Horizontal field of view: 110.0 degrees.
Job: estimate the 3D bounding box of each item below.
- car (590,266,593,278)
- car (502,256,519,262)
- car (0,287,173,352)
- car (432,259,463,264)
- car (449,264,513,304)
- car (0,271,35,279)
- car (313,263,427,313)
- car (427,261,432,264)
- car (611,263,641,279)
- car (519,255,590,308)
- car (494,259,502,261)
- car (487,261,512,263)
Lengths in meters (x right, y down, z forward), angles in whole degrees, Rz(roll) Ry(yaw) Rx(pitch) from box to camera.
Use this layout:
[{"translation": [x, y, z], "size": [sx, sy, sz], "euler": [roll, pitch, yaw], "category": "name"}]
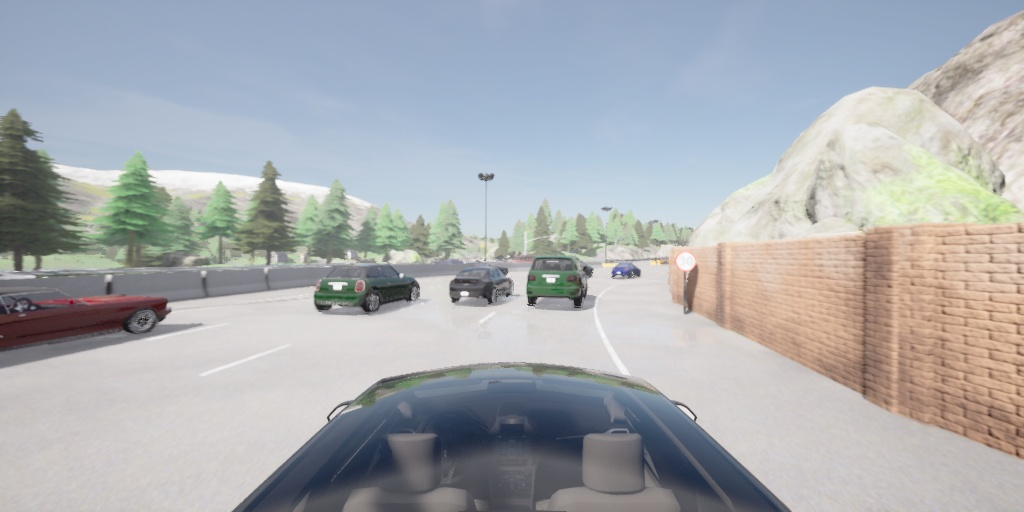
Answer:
[{"translation": [5.967, 1.169, 33.254], "size": [2.097, 1.767, 4.553], "euler": [0, 0, 31], "category": "car"}, {"translation": [1.393, 1.008, 56.786], "size": [2.150, 2.045, 5.566], "euler": [0, 0, 39], "category": "car"}, {"translation": [-10.009, 1.273, 7.298], "size": [1.895, 1.301, 4.718], "euler": [0, 0, 5], "category": "car"}, {"translation": [-9.311, 1.231, 54.519], "size": [1.812, 1.442, 4.674], "euler": [0, 0, 37], "category": "car"}, {"translation": [-1.272, 1.253, 16.487], "size": [1.837, 1.490, 4.892], "euler": [0, 0, 14], "category": "car"}, {"translation": [-20.066, 1.120, 12.463], "size": [1.812, 1.442, 4.674], "euler": [0, 0, 9], "category": "car"}, {"translation": [-5.392, 1.066, 13.999], "size": [2.097, 1.767, 4.553], "euler": [0, 0, 11], "category": "car"}, {"translation": [-11.519, 1.181, 57.387], "size": [2.128, 1.511, 4.902], "euler": [0, 0, 38], "category": "car"}, {"translation": [11.069, 1.384, 34.695], "size": [1.812, 1.442, 4.674], "euler": [0, 0, 35], "category": "car"}, {"translation": [2.108, 0.997, 15.832], "size": [2.150, 2.045, 5.566], "euler": [0, 0, 15], "category": "car"}, {"translation": [-2.226, 1.257, 57.886], "size": [2.128, 1.511, 4.902], "euler": [0, 0, 39], "category": "car"}, {"translation": [-2.204, 1.351, 33.188], "size": [1.895, 1.301, 4.718], "euler": [0, 0, 28], "category": "car"}]
